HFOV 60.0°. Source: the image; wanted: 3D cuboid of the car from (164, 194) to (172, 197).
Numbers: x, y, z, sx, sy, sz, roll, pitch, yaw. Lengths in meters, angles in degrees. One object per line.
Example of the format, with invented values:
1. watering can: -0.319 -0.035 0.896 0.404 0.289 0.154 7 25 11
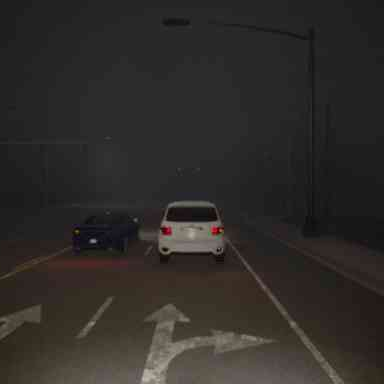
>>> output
1. car: -6.896 1.232 90.605 1.895 1.301 4.718 0 1 -32

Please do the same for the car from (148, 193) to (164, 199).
1. car: -10.400 1.187 89.659 2.033 1.411 5.357 0 1 -32

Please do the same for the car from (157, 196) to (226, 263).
1. car: 0.008 1.330 12.571 2.150 2.045 5.566 0 0 0

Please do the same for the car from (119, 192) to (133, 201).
1. car: -15.274 1.003 75.400 2.150 2.045 5.566 0 1 -17

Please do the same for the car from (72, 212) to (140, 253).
1. car: -3.472 1.594 14.252 1.882 1.535 5.008 0 0 1

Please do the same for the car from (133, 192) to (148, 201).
1. car: -12.255 1.355 77.418 1.895 1.301 4.718 0 1 -17
